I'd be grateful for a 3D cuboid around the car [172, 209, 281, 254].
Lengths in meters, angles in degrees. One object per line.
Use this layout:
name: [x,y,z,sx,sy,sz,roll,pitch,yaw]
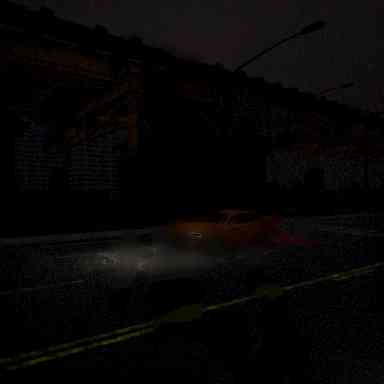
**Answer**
car: [1.514,1.477,13.649,5.008,1.535,1.882,0,0,-35]
